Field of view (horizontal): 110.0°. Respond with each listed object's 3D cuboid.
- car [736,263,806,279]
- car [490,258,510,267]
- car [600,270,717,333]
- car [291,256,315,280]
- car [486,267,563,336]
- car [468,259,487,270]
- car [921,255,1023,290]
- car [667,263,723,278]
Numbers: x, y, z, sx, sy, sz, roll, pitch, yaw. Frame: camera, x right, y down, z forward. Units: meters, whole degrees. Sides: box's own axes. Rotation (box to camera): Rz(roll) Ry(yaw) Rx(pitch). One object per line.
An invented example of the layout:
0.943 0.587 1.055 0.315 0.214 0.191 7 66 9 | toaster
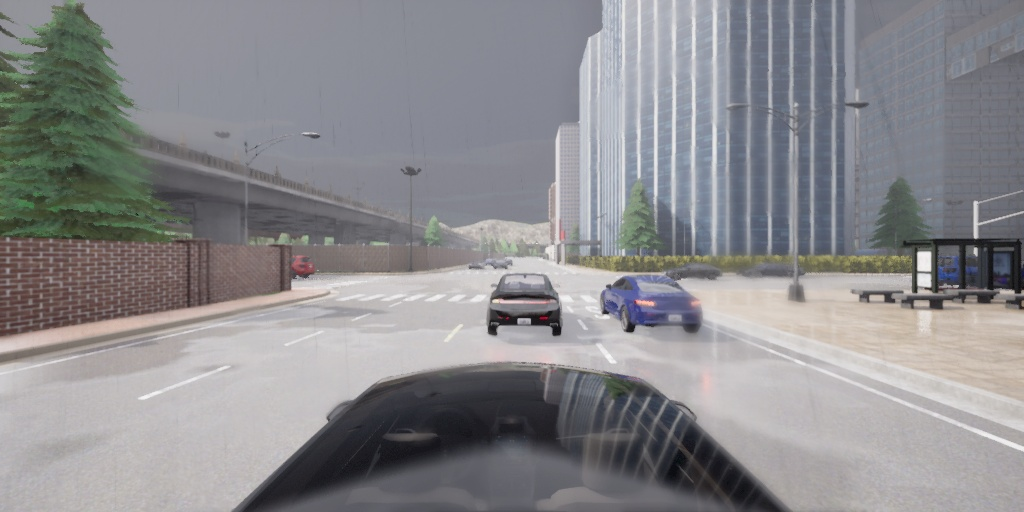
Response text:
23.782 1.332 33.022 5.357 1.411 2.033 0 0 2 | car
-1.623 1.244 51.891 1.812 1.442 4.674 0 0 2 | car
3.883 1.270 10.600 1.812 1.442 4.674 0 0 3 | car
-20.271 1.008 31.402 5.566 2.045 2.150 0 0 2 | car
0.372 1.236 10.369 2.128 1.511 4.902 0 0 2 | car
-5.129 1.319 51.844 1.895 1.301 4.718 0 0 2 | car
28.708 1.012 22.131 5.566 2.045 2.150 0 0 3 | car
14.952 1.313 29.875 4.674 1.442 1.812 0 0 3 | car
